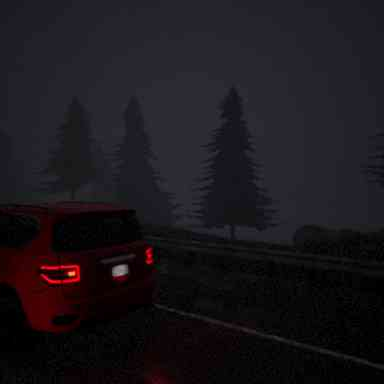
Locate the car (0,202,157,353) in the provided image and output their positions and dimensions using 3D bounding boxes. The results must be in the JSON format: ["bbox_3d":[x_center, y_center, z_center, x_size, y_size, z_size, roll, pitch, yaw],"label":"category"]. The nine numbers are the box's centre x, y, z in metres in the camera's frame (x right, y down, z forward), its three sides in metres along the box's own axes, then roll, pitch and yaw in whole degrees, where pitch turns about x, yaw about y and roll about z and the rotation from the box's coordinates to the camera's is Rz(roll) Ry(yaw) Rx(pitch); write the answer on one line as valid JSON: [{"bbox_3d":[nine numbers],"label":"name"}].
[{"bbox_3d":[-3.162,1.218,6.412,5.566,2.045,2.150,0,0,37],"label":"car"}]
